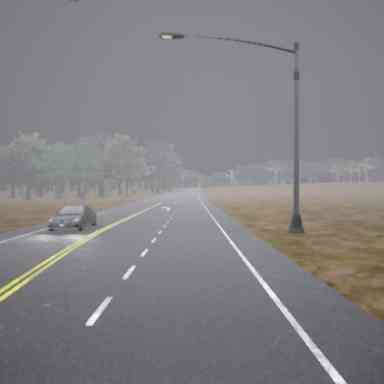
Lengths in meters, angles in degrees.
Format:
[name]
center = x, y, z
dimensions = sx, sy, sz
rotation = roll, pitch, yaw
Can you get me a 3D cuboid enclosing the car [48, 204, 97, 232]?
[car]
center = -6.967, 1.480, 19.885
dimensions = 1.812, 1.442, 4.674
rotation = 0, 0, -2
